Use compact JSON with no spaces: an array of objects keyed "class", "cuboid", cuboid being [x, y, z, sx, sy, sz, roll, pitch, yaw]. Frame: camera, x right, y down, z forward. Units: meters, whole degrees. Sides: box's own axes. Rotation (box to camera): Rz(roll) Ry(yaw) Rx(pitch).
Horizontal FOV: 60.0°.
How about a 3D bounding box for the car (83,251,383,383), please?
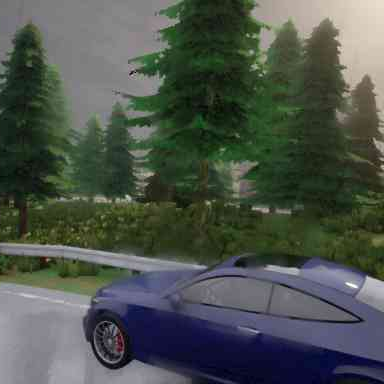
[{"class":"car","cuboid":[0.752,1.499,4.100,4.674,1.442,1.812,1,1,31]}]
